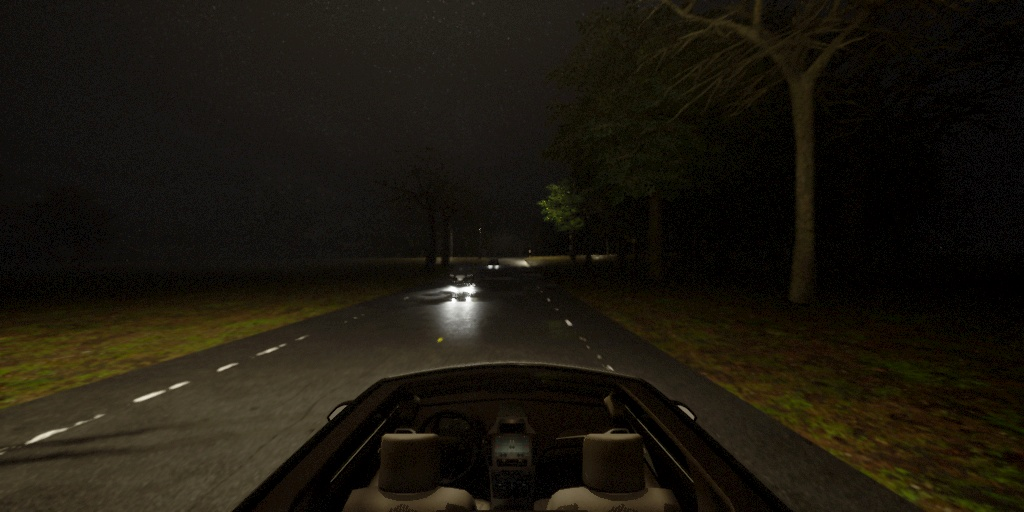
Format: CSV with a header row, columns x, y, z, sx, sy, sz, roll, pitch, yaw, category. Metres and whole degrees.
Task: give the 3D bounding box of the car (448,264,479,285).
x,y,z,sx,sy,sz,roll,pitch,yaw,category
-3.585,1.352,27.289,2.128,1.511,4.902,0,0,0,car
